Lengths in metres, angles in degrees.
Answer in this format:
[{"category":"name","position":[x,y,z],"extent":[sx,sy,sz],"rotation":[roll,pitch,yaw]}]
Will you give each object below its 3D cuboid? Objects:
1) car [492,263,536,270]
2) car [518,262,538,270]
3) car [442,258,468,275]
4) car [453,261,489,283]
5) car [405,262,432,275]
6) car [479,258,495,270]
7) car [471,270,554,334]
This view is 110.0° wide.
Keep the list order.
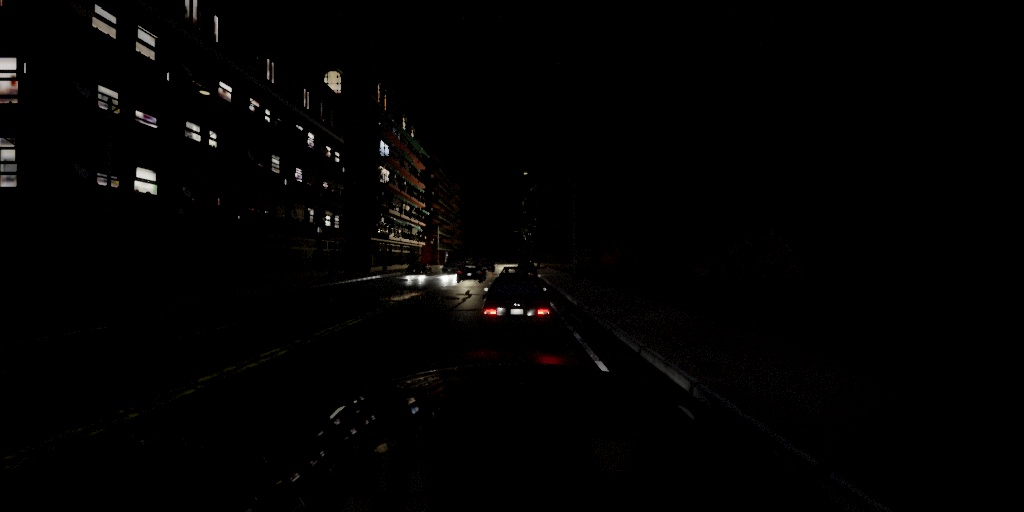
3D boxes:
[{"category":"car","position":[0.111,1.301,20.934],"extent":[2.033,1.411,5.357],"rotation":[0,0,0]},{"category":"car","position":[1.155,1.259,30.702],"extent":[1.837,1.490,4.892],"rotation":[0,0,0]},{"category":"car","position":[-6.578,1.245,40.093],"extent":[2.128,1.511,4.902],"rotation":[0,0,0]},{"category":"car","position":[-3.134,1.317,28.284],"extent":[1.994,1.385,4.181],"rotation":[0,0,0]},{"category":"car","position":[-9.829,1.318,38.020],"extent":[1.994,1.385,4.181],"rotation":[0,0,0]},{"category":"car","position":[-3.124,1.280,44.735],"extent":[1.812,1.442,4.674],"rotation":[0,-1,0]},{"category":"car","position":[0.107,1.299,10.573],"extent":[2.033,1.411,5.357],"rotation":[0,0,0]}]
